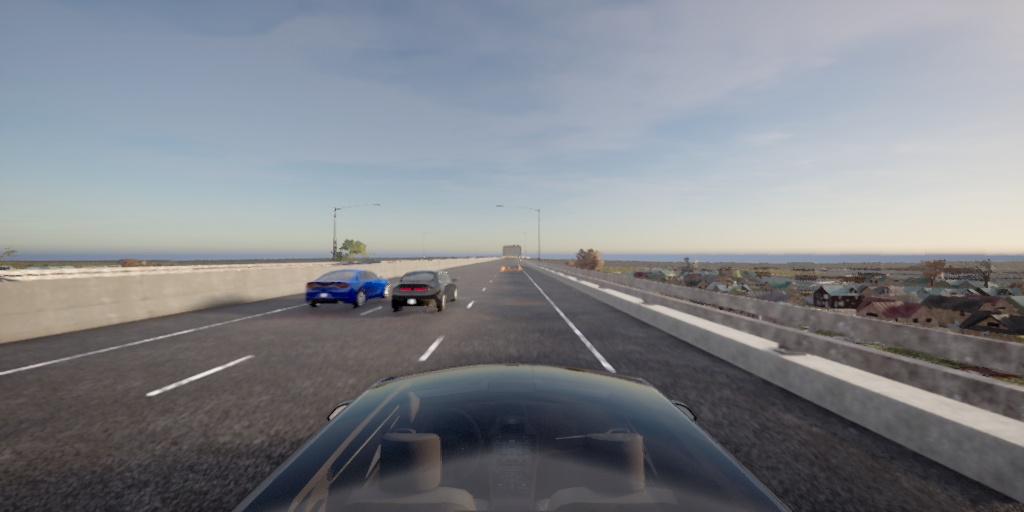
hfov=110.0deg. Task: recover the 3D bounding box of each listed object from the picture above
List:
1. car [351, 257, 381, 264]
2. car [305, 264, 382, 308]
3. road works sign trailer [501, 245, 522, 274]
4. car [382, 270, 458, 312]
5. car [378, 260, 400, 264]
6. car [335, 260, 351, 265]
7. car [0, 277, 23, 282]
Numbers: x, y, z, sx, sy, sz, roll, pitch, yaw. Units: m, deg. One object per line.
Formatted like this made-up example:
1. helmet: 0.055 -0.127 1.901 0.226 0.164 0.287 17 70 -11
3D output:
1. car: -21.032 1.176 52.844 2.150 2.045 5.566 0 0 0
2. car: -6.901 1.288 15.625 1.882 1.535 5.008 0 0 0
3. road works sign trailer: -0.006 0.392 45.680 2.380 3.560 2.880 0 0 0
4. car: -3.401 1.311 14.599 1.837 1.490 4.892 0 0 0
5. car: -17.537 1.554 52.968 1.895 1.301 4.718 0 0 1
6. car: -24.530 1.431 52.902 1.882 1.535 5.008 0 0 0
7. car: -17.595 1.280 10.634 2.128 1.511 4.902 0 0 0
